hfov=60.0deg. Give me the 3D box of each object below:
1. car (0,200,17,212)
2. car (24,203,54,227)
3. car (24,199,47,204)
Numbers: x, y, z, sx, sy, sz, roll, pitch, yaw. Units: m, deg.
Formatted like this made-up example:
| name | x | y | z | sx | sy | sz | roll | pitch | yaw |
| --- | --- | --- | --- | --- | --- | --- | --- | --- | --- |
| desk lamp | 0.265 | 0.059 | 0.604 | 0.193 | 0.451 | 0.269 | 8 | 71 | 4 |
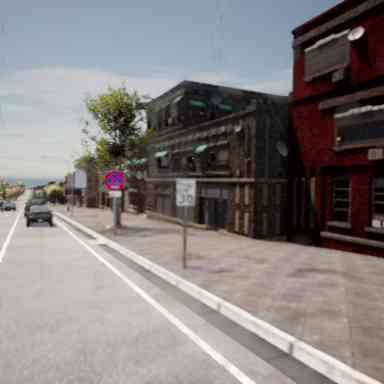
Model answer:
| name | x | y | z | sx | sy | sz | roll | pitch | yaw |
| --- | --- | --- | --- | --- | --- | --- | --- | --- | --- |
| car | -28.409 | 2.308 | 51.843 | 1.994 | 1.385 | 4.181 | 0 | -1 | -26 |
| car | -12.139 | 1.869 | 26.452 | 1.837 | 1.490 | 4.892 | 0 | -1 | -26 |
| car | -17.878 | 1.751 | 38.056 | 2.150 | 2.045 | 5.566 | 0 | 0 | -25 |
